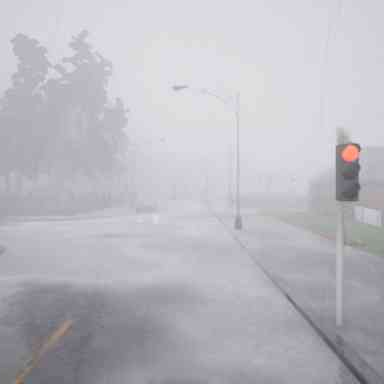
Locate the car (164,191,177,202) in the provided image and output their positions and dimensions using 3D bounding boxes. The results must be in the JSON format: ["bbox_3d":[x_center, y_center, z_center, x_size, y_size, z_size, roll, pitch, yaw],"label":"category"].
[{"bbox_3d":[-3.986,0.766,62.221,2.150,2.045,5.566,0,0,-1],"label":"car"}]

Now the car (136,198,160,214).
[{"bbox_3d":[-4.094,1.292,31.681,1.812,1.442,4.674,0,0,0],"label":"car"}]
